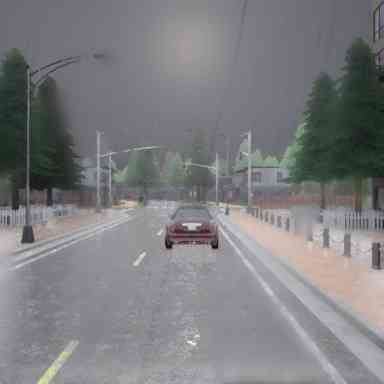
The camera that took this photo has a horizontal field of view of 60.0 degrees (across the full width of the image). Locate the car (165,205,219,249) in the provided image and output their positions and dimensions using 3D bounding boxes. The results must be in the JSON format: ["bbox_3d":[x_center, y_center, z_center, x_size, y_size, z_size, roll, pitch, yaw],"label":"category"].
[{"bbox_3d":[0.000,1.365,14.620,2.097,1.767,4.553,0,0,0],"label":"car"}]

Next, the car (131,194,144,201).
[{"bbox_3d":[-13.766,1.315,84.049,2.097,1.767,4.553,0,0,-31],"label":"car"}]
